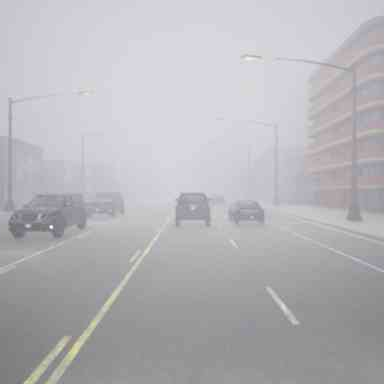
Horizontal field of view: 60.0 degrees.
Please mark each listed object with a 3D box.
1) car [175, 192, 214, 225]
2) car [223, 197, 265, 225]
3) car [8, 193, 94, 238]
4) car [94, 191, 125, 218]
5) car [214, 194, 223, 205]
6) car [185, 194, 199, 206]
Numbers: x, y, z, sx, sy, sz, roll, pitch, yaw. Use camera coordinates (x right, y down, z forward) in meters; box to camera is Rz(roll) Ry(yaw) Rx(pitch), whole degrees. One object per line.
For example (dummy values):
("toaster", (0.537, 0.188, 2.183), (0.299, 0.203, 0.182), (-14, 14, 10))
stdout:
("car", (0.048, 1.012, 22.098), (2.150, 2.045, 5.566), (0, 1, 0))
("car", (3.547, 1.279, 22.200), (2.128, 1.511, 4.902), (0, 1, 0))
("car", (-7.125, 1.078, 17.222), (2.150, 2.045, 5.566), (0, 1, 0))
("car", (-7.079, 0.944, 27.676), (2.150, 2.045, 5.566), (0, 1, 0))
("car", (3.462, 0.987, 46.407), (2.128, 1.511, 4.902), (0, 0, 0))
("car", (-0.038, 1.006, 45.890), (1.837, 1.490, 4.892), (0, 1, 0))
